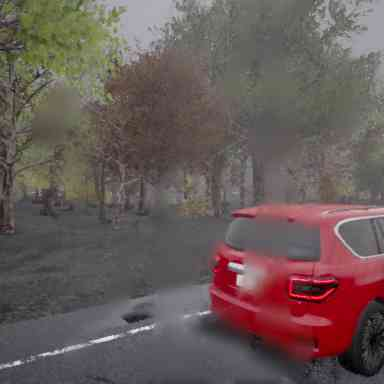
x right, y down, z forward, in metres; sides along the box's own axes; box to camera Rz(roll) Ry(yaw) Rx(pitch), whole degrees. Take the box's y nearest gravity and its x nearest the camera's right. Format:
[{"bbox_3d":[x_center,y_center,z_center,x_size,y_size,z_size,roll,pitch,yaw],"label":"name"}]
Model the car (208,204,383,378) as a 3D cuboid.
[{"bbox_3d":[2.847,1.224,5.772,5.566,2.045,2.150,0,0,-36],"label":"car"}]
